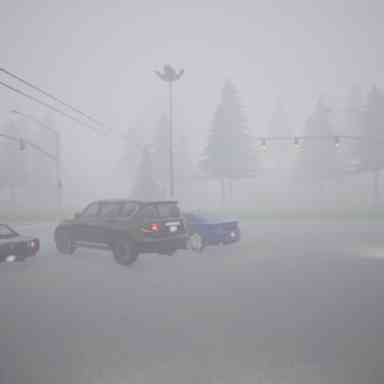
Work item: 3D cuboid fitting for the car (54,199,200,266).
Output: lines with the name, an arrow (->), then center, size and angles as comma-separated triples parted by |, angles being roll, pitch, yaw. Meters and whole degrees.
car -> -2.679, 1.261, 11.940 | 5.566, 2.045, 2.150 | -1, -1, 38

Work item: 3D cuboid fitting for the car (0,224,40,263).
car -> -7.291, 1.706, 11.009 | 4.718, 1.301, 1.895 | -1, 0, 31

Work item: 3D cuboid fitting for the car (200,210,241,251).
car -> -0.320, 1.484, 14.154 | 5.008, 1.535, 1.882 | -1, -1, 41
